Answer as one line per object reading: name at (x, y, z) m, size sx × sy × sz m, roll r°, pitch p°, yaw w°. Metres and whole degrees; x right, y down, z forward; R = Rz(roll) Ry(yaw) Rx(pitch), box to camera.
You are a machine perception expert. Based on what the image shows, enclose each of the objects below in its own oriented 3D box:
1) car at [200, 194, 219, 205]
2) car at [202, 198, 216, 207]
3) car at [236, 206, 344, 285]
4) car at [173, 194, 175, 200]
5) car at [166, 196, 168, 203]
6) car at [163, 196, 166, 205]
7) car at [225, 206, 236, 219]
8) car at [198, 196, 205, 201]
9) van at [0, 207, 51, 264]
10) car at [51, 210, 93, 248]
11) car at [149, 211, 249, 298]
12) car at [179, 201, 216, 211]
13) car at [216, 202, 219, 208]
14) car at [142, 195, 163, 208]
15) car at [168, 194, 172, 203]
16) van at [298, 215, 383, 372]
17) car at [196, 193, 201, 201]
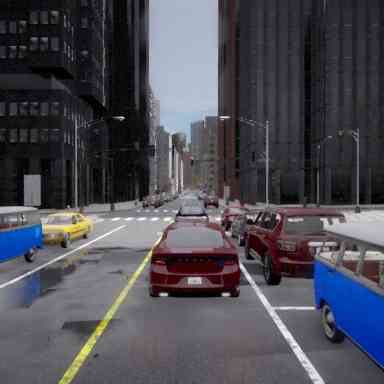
car at (2.720, 1.335, 47.485) m, size 2.192 × 1.841 × 5.009 m, roll 0°, pitch 0°, yaw 0°
car at (2.716, 1.592, 53.129) m, size 1.947 × 1.339 × 4.313 m, roll 0°, pitch 0°, yaw 0°
car at (2.754, 1.315, 9.393) m, size 2.192 × 1.841 × 5.009 m, roll 0°, pitch 0°, yaw 0°
car at (-5.833, 1.623, 81.347) m, size 1.887 × 1.381 × 4.507 m, roll 0°, pitch 0°, yaw 0°
car at (-5.813, 1.599, 58.774) m, size 1.947 × 1.339 × 4.313 m, roll 0°, pitch 0°, yaw 0°
car at (-5.810, 1.341, 53.131) m, size 2.192 × 1.841 × 5.009 m, roll 0°, pitch 0°, yaw 0°
car at (2.749, 1.552, 14.919) m, size 2.008 × 1.369 × 4.403 m, roll 0°, pitch 0°, yaw 0°
car at (2.684, 1.673, 92.636) m, size 1.947 × 1.339 × 4.313 m, roll 0°, pitch 0°, yaw 0°
van at (-5.776, 1.341, 9.399) m, size 1.690 × 1.788 × 3.998 m, roll 0°, pitch 0°, yaw 0°
car at (-5.779, 1.526, 14.753) m, size 1.752 × 1.417 × 4.829 m, roll 0°, pitch 0°, yaw 0°
car at (0.060, 1.478, 8.582) m, size 1.882 × 1.535 × 5.008 m, roll 0°, pitch 0°, yaw 0°
car at (-0.013, 1.494, 18.991) m, size 2.128 × 1.511 × 4.902 m, roll 0°, pitch 0°, yaw 0°
car at (2.743, 1.547, 20.444) m, size 1.887 × 1.381 × 4.507 m, roll 0°, pitch 0°, yaw 0°
car at (-5.805, 1.335, 47.488) m, size 2.192 × 1.841 × 5.009 m, roll 0°, pitch 0°, yaw 0°
car at (-5.823, 1.618, 70.061) m, size 1.947 × 1.339 × 4.313 m, roll 0°, pitch 0°, yaw 0°
van at (2.760, 1.341, 3.867) m, size 1.690 × 1.788 × 3.998 m, roll 0°, pitch 0°, yaw 0°
car at (2.688, 1.638, 86.991) m, size 1.887 × 1.381 × 4.507 m, roll 0°, pitch 0°, yaw 0°
